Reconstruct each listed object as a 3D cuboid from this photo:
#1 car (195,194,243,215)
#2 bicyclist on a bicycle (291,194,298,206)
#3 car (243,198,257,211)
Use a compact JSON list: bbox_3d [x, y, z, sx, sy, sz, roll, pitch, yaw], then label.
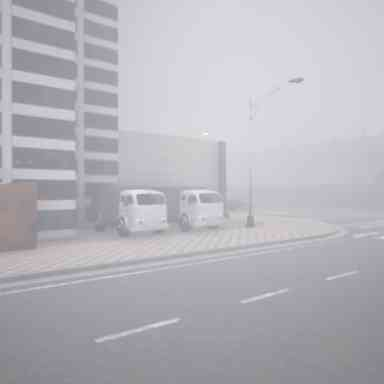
[{"bbox_3d":[2.882,1.358,36.626,1.882,1.535,5.008,0,0,-36],"label":"car"},{"bbox_3d":[14.123,1.141,45.801,1.656,1.620,0.582,-1,0,-36],"label":"bicyclist on a bicycle"},{"bbox_3d":[5.446,1.361,39.058,2.128,1.511,4.902,0,0,-36],"label":"car"}]
